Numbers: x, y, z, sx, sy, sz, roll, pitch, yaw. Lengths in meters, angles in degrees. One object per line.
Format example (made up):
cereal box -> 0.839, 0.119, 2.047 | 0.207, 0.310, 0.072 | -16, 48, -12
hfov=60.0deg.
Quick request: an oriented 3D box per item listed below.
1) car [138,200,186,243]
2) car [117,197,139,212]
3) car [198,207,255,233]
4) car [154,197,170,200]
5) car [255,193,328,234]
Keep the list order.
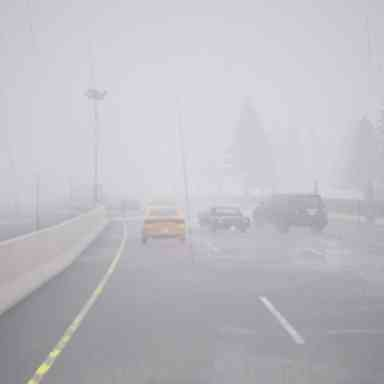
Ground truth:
car -> -1.456, 1.372, 15.748 | 1.882, 1.535, 5.008 | 0, 0, -9
car -> -6.792, 1.267, 35.362 | 2.128, 1.511, 4.902 | 0, 0, -20
car -> 1.614, 1.465, 18.614 | 1.895, 1.301, 4.718 | 0, 0, -11
car -> -3.275, 1.286, 35.900 | 1.812, 1.442, 4.674 | 0, 0, -20
car -> 5.217, 1.076, 18.375 | 2.150, 2.045, 5.566 | 0, 0, -10
